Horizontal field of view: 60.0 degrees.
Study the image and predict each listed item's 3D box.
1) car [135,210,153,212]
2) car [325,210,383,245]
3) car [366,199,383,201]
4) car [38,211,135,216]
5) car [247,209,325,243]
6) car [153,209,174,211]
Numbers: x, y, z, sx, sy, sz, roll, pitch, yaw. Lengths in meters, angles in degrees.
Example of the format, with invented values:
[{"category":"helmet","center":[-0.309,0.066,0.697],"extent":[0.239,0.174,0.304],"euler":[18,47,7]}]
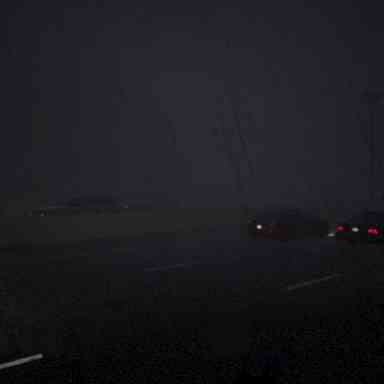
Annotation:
[{"category":"car","center":[-6.282,1.515,29.617],"extent":[4.718,1.301,1.895],"euler":[-1,0,-36]},{"category":"car","center":[8.122,1.443,13.842],"extent":[5.357,1.411,2.033],"euler":[-1,0,-36]},{"category":"car","center":[25.598,1.133,46.621],"extent":[5.008,1.535,1.882],"euler":[0,0,-44]},{"category":"car","center":[-6.736,1.175,20.687],"extent":[5.566,2.045,2.150],"euler":[-1,0,-36]},{"category":"car","center":[4.543,1.473,15.587],"extent":[4.181,1.385,1.994],"euler":[-1,0,-36]},{"category":"car","center":[-3.780,1.421,35.718],"extent":[5.357,1.411,2.033],"euler":[0,0,-36]}]
